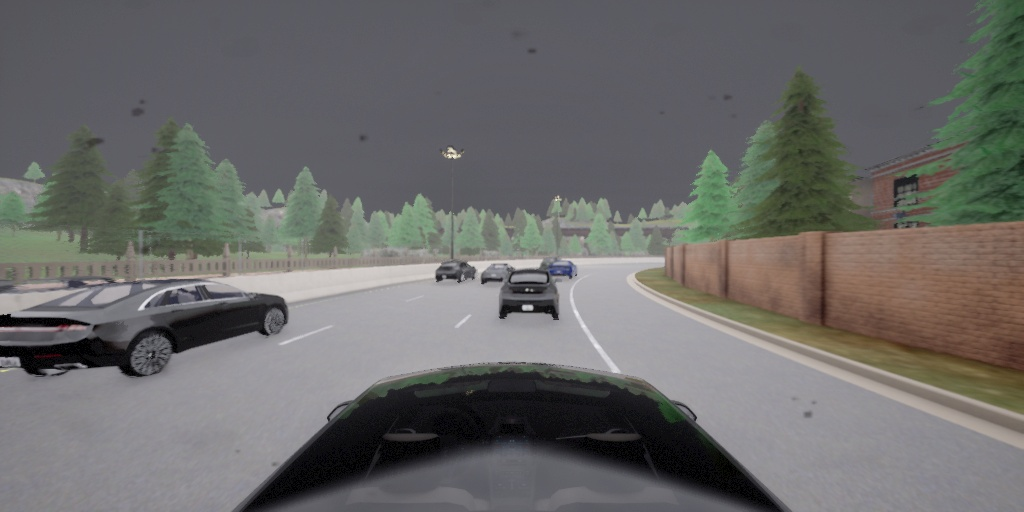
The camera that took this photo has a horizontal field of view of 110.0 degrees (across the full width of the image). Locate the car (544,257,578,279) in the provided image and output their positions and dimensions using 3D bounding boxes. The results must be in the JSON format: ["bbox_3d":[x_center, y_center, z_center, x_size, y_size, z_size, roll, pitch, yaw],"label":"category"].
[{"bbox_3d":[4.403,1.070,30.404,1.882,1.535,5.008,0,0,17],"label":"car"}]

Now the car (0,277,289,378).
[{"bbox_3d":[-6.727,1.211,7.287,2.128,1.511,4.902,0,0,2],"label":"car"}]

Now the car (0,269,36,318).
[{"bbox_3d":[-17.265,1.197,9.710,2.128,1.511,4.902,0,0,3],"label":"car"}]

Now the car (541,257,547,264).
[{"bbox_3d":[4.817,0.886,41.183,2.097,1.767,4.553,0,0,24],"label":"car"}]

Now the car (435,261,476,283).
[{"bbox_3d":[-3.985,1.119,26.396,1.837,1.490,4.892,0,0,13],"label":"car"}]

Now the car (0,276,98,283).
[{"bbox_3d":[-13.719,1.301,10.688,1.895,1.301,4.718,0,0,4],"label":"car"}]

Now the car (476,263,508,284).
[{"bbox_3d":[-0.731,1.186,24.933,1.994,1.385,4.181,0,0,13],"label":"car"}]

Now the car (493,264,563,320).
[{"bbox_3d":[0.673,1.196,12.502,1.837,1.490,4.892,0,0,5],"label":"car"}]
